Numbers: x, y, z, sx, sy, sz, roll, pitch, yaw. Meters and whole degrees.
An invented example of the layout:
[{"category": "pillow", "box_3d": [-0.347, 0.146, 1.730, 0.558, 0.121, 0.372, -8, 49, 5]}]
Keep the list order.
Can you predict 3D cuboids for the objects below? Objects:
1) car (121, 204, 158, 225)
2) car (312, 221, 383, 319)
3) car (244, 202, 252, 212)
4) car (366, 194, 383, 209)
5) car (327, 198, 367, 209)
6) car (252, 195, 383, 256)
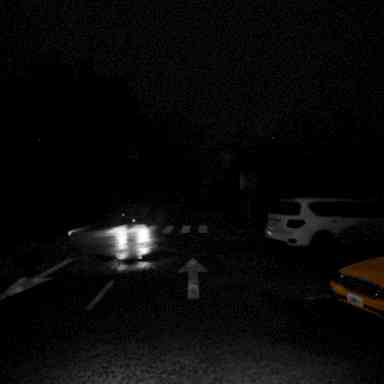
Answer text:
[{"category": "car", "box_3d": [-3.779, 1.600, 24.453, 1.895, 1.301, 4.718, 0, 0, 4]}, {"category": "car", "box_3d": [5.218, 1.479, 6.413, 5.366, 1.575, 1.946, 1, 0, -20]}, {"category": "car", "box_3d": [7.743, 1.479, 33.610, 5.008, 1.535, 1.882, 0, -1, -16]}, {"category": "car", "box_3d": [27.167, 1.247, 45.616, 2.435, 2.045, 5.566, 1, -1, -21]}, {"category": "car", "box_3d": [21.083, 1.526, 45.514, 2.163, 1.488, 4.792, 0, -1, -21]}, {"category": "car", "box_3d": [5.425, 1.233, 12.506, 5.566, 2.045, 2.435, 1, 0, -20]}]
